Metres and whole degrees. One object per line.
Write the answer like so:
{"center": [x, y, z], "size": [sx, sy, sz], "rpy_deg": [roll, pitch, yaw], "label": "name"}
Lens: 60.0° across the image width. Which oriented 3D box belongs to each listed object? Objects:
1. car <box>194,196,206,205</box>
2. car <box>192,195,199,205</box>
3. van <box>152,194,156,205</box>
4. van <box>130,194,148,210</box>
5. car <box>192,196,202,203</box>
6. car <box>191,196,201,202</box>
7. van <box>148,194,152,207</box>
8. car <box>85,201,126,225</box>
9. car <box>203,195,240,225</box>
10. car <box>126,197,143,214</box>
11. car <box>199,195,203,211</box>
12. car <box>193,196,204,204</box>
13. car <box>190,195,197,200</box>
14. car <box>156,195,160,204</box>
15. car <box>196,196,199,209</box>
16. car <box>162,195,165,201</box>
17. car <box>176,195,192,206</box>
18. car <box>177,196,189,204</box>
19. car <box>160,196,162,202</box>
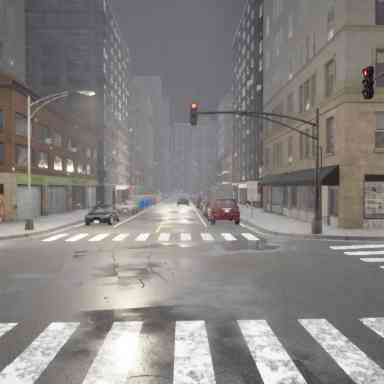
{"center": [1.298, 1.521, 57.766], "size": [1.752, 1.417, 4.829], "rpy_deg": [-1, 0, -2], "label": "car"}
{"center": [1.605, 1.316, 46.428], "size": [2.192, 1.841, 5.009], "rpy_deg": [-1, 0, -2], "label": "car"}
{"center": [-7.076, 1.340, 51.777], "size": [1.690, 1.788, 3.998], "rpy_deg": [-1, 0, -2], "label": "van"}
{"center": [-6.768, 1.343, 40.609], "size": [1.690, 1.788, 3.998], "rpy_deg": [-1, 0, -2], "label": "van"}
{"center": [0.999, 1.556, 68.763], "size": [1.947, 1.339, 4.313], "rpy_deg": [-1, 0, -2], "label": "car"}
{"center": [0.846, 1.538, 74.347], "size": [2.008, 1.369, 4.403], "rpy_deg": [-1, 0, -2], "label": "car"}
{"center": [-6.922, 1.342, 46.194], "size": [1.690, 1.788, 3.998], "rpy_deg": [-1, 0, -2], "label": "van"}
{"center": [-6.305, 1.569, 23.859], "size": [1.947, 1.339, 4.313], "rpy_deg": [-1, 0, -2], "label": "car"}
{"center": [2.215, 1.318, 24.092], "size": [2.192, 1.841, 5.009], "rpy_deg": [-1, 0, -2], "label": "car"}
{"center": [-6.608, 1.528, 34.856], "size": [1.752, 1.417, 4.829], "rpy_deg": [-1, 0, -2], "label": "car"}
{"center": [2.063, 1.318, 29.677], "size": [2.192, 1.841, 5.009], "rpy_deg": [-1, 0, -2], "label": "car"}
{"center": [1.151, 1.559, 63.179], "size": [1.947, 1.339, 4.313], "rpy_deg": [-1, 0, -2], "label": "car"}
{"center": [0.389, 1.524, 91.098], "size": [2.008, 1.369, 4.403], "rpy_deg": [-1, 0, -2], "label": "car"}
{"center": [-7.230, 1.311, 57.361], "size": [2.192, 1.841, 5.009], "rpy_deg": [-1, 0, -2], "label": "car"}
{"center": [1.756, 1.527, 41.014], "size": [1.752, 1.417, 4.829], "rpy_deg": [-1, 0, -2], "label": "car"}
{"center": [-7.689, 1.427, 74.111], "size": [1.967, 1.590, 4.097], "rpy_deg": [-1, 0, -2], "label": "car"}
{"center": [-1.440, 1.503, 53.438], "size": [1.837, 1.490, 4.892], "rpy_deg": [0, 0, -2], "label": "car"}
{"center": [-1.727, 1.540, 63.856], "size": [2.033, 1.411, 5.357], "rpy_deg": [0, 0, -2], "label": "car"}
{"center": [-7.382, 1.433, 62.945], "size": [1.967, 1.590, 4.097], "rpy_deg": [-1, 0, -2], "label": "car"}
